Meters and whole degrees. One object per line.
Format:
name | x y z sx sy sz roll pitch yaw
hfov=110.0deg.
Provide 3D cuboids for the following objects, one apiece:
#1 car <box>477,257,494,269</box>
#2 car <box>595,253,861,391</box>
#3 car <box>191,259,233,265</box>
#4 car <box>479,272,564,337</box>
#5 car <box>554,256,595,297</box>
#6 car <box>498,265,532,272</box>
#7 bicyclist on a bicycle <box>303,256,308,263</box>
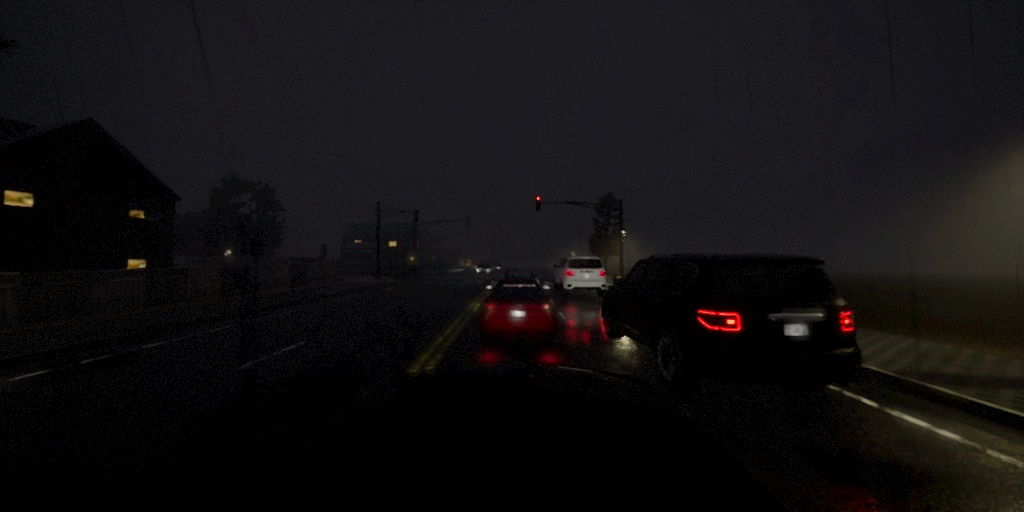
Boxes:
car | -4.620 1.407 60.076 1.882 1.535 5.008 0 0 4
car | 3.390 0.981 6.951 2.150 2.045 5.566 0 0 0
car | -31.314 0.819 37.729 4.892 1.490 1.837 1 -1 16
car | 0.169 1.331 10.412 1.994 1.385 4.181 0 0 0
car | 3.558 1.009 19.471 2.150 2.045 5.566 0 0 1
car | 0.346 1.390 20.043 1.895 1.301 4.718 0 0 -3
bicyclist on a bicycle | -24.182 0.835 41.823 0.582 1.620 1.656 1 -1 16
